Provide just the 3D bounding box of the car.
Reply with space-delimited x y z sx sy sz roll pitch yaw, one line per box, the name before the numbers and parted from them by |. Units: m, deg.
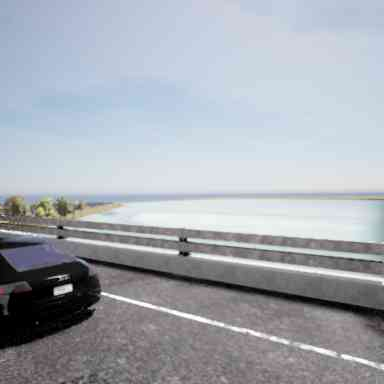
car | -3.774 1.603 6.715 4.181 1.385 1.994 0 0 36
